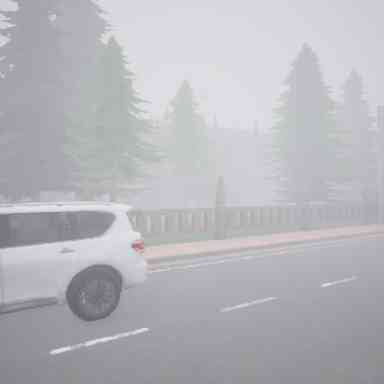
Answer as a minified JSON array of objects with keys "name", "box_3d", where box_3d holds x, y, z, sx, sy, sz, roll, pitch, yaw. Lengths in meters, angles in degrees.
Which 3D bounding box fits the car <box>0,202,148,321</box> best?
[{"name":"car","box_3d":[-3.507,1.221,5.805,5.566,2.045,2.150,0,0,-34]}]
